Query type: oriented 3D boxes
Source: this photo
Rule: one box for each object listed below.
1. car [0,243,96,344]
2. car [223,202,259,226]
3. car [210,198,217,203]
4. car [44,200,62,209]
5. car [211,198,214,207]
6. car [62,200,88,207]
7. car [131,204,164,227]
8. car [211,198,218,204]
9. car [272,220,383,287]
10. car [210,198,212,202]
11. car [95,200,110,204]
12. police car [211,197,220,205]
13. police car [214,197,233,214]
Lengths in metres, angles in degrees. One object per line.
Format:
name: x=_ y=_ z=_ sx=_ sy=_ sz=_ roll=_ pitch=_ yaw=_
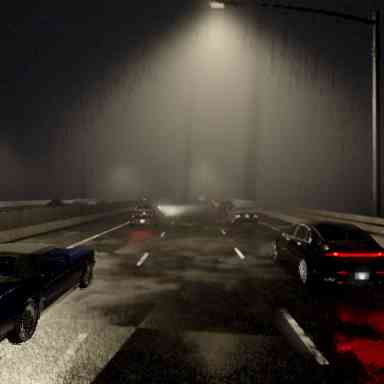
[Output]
car: x=-3.378 y=1.645 z=6.428 sx=1.895 sy=1.301 sz=4.718 roll=0 pitch=0 yaw=0
car: x=3.810 y=1.722 z=25.302 sx=2.033 sy=1.411 sz=5.357 roll=0 pitch=0 yaw=1
car: x=6.168 y=2.427 z=94.447 sx=1.895 sy=1.301 sz=4.718 roll=0 pitch=-1 yaw=3
car: x=-20.307 y=1.881 z=49.850 sx=1.812 sy=1.442 sz=4.674 roll=0 pitch=-1 yaw=2
car: x=4.294 y=1.827 z=50.962 sx=1.801 sy=1.575 sz=5.366 roll=0 pitch=-1 yaw=2
car: x=-16.847 y=1.948 z=48.830 sx=1.895 sy=1.301 sz=4.718 roll=0 pitch=-1 yaw=2
car: x=-3.204 y=1.671 z=24.175 sx=1.837 sy=1.490 sz=4.892 roll=0 pitch=0 yaw=1
car: x=5.593 y=2.207 z=83.511 sx=1.837 sy=1.490 sz=4.892 roll=0 pitch=-1 yaw=3
car: x=3.642 y=1.570 z=9.521 sx=1.837 sy=1.490 sz=4.892 roll=0 pitch=-1 yaw=0
car: x=4.660 y=1.932 z=61.877 sx=1.801 sy=1.575 sz=5.366 roll=0 pitch=-1 yaw=2
car: x=-13.312 y=1.921 z=49.775 sx=1.994 sy=1.385 sz=4.181 roll=0 pitch=-1 yaw=2
police car: x=5.093 y=2.013 z=72.711 sx=1.930 sy=1.638 sz=5.238 roll=0 pitch=-1 yaw=2
police car: x=3.994 y=1.704 z=39.963 sx=1.930 sy=1.638 sz=5.238 roll=0 pitch=0 yaw=1
